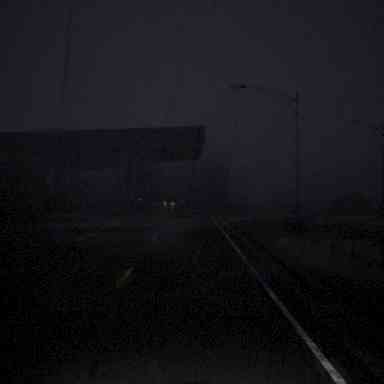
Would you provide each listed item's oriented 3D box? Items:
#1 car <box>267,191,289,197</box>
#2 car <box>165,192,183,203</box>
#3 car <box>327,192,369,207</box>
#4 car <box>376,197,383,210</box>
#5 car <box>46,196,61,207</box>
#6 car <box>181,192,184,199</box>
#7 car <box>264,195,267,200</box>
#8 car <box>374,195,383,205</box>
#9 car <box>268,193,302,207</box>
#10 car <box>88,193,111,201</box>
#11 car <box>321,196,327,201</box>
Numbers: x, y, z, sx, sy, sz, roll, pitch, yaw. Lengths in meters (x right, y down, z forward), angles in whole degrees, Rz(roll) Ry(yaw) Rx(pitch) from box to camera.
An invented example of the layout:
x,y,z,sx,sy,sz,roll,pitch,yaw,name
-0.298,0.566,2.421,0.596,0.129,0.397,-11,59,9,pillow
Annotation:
x,y,z,sx,sy,sz,roll,pitch,yaw,name
13.247,0.959,47.868,3.866,1.878,1.905,0,0,-1,car
-3.814,1.318,63.990,1.812,1.442,4.674,-2,1,13,car
21.137,0.988,44.633,4.605,1.855,1.932,0,0,-1,car
20.507,1.219,32.173,4.514,1.523,2.007,0,0,-1,car
-20.756,1.362,48.194,2.242,1.667,4.611,0,0,-1,car
-3.552,1.008,88.770,2.150,2.045,5.566,0,0,0,car
18.026,0.861,70.512,5.566,2.045,2.150,0,0,0,car
31.102,1.171,51.640,4.514,1.523,2.007,0,0,-1,car
12.658,1.252,44.541,3.806,1.475,1.970,0,0,-1,car
-19.645,0.991,70.369,4.553,1.767,2.097,0,0,0,car
29.752,1.160,70.558,4.674,1.442,1.812,0,0,0,car
